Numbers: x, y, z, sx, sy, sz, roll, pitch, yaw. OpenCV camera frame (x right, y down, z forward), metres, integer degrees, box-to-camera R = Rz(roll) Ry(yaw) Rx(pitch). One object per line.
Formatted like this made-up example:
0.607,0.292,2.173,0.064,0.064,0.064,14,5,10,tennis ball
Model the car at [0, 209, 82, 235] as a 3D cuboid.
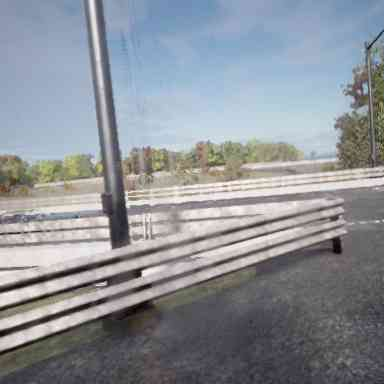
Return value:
-7.479,1.470,15.366,4.718,1.301,1.895,-5,4,11,car
